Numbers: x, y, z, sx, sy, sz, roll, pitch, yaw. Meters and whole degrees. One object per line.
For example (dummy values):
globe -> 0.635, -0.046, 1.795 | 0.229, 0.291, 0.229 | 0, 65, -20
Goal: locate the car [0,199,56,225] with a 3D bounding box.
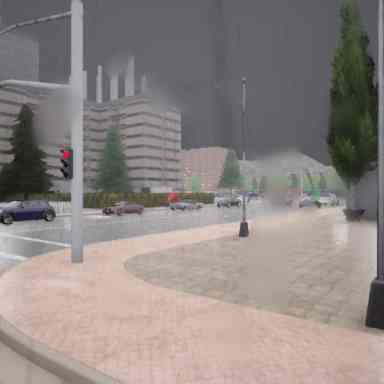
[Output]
car -> -12.480, 1.352, 24.376 | 2.097, 1.767, 4.553 | 0, 0, 36

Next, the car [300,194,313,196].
car -> 19.526, 1.526, 56.157 | 1.812, 1.442, 4.674 | 0, 0, 36

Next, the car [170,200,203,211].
car -> -0.665, 1.601, 40.619 | 1.895, 1.301, 4.718 | 0, 0, 36

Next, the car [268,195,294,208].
car -> 12.961, 1.506, 47.125 | 1.837, 1.490, 4.892 | 0, 0, 36

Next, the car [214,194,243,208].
car -> 5.484, 1.505, 49.009 | 1.837, 1.490, 4.892 | 0, 0, 37

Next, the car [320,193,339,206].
car -> 22.085, 1.221, 53.721 | 2.150, 2.045, 5.566 | 0, 0, 36

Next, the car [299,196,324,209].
car -> 16.239, 1.564, 45.685 | 1.994, 1.385, 4.181 | 0, 0, 36

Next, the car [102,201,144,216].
car -> -6.636, 1.564, 32.426 | 1.994, 1.385, 4.181 | 0, 0, 36
